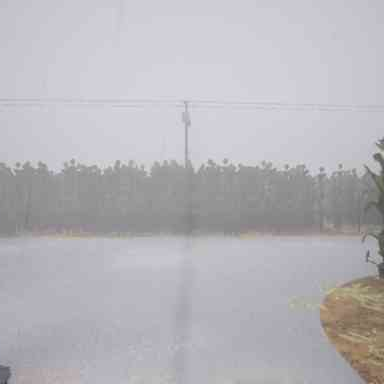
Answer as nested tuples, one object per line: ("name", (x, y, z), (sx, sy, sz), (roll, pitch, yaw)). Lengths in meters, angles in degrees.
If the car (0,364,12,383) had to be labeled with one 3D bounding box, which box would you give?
("car", (-2.762, 1.547, 0.689), (2.033, 1.411, 5.357), (0, 0, 5))
